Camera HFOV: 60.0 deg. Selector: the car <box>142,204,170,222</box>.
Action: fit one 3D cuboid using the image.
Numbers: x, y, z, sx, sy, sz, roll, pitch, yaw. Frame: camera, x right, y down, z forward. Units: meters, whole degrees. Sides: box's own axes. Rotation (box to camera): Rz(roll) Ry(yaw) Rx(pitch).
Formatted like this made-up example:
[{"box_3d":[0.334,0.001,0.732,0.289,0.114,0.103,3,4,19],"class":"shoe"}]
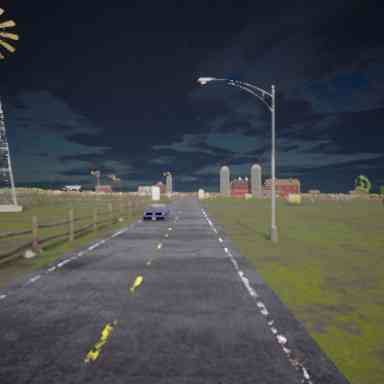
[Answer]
[{"box_3d":[-2.844,1.690,27.039,1.895,1.301,4.718,0,0,0],"class":"car"}]
